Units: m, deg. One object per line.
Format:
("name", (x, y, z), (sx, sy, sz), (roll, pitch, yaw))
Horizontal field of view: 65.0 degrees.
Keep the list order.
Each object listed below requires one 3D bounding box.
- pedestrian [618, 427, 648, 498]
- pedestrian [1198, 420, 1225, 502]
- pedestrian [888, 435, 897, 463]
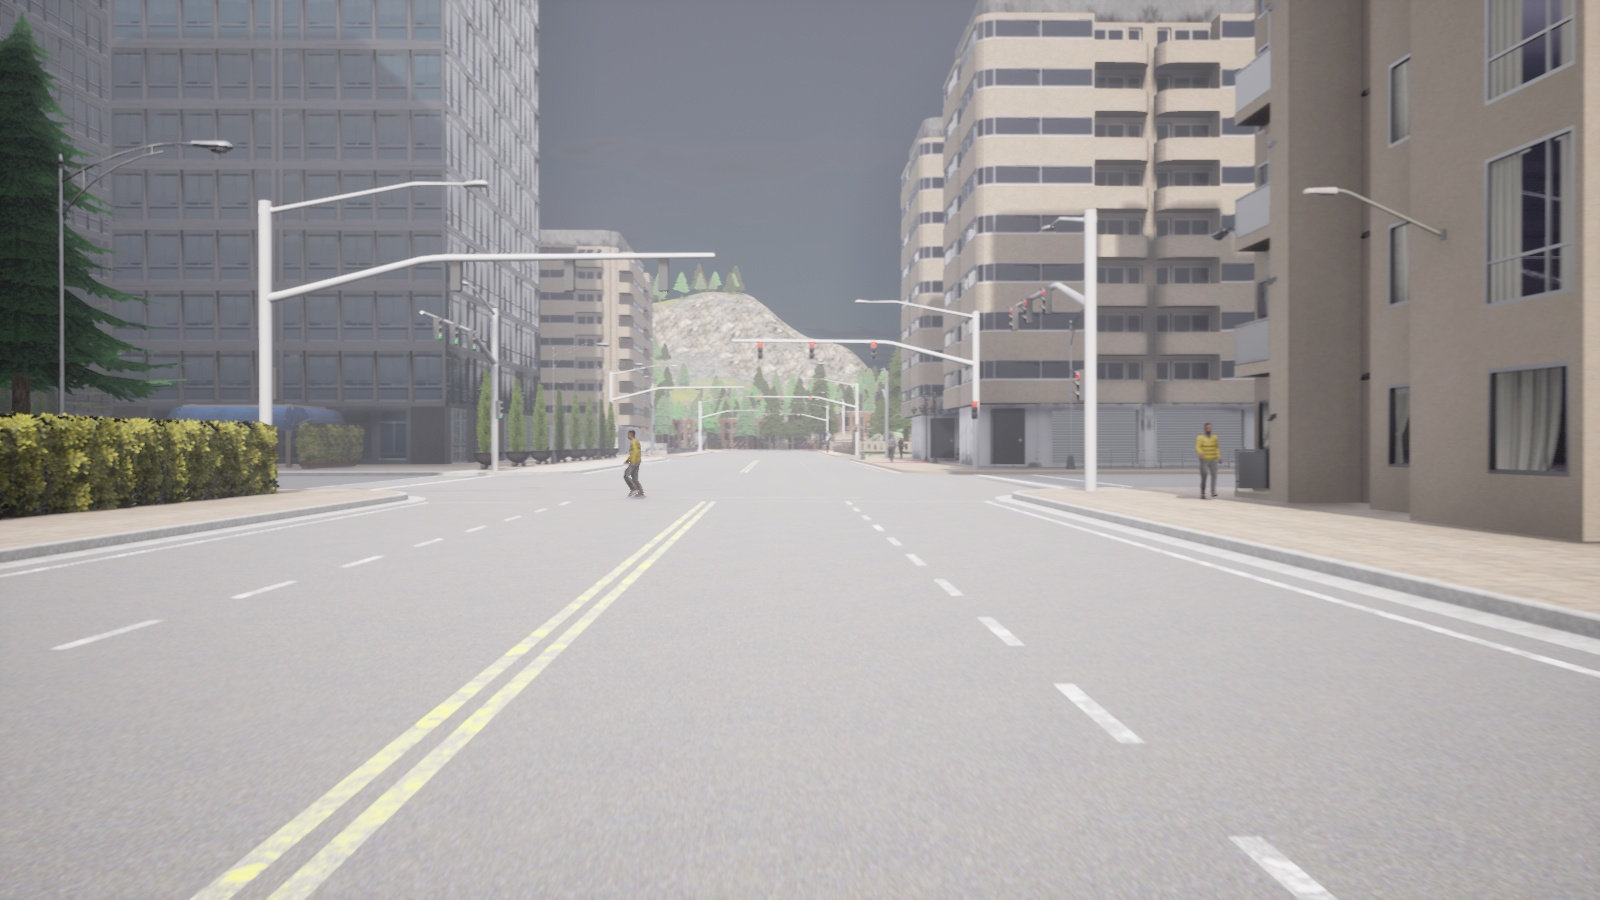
("pedestrian", (-4.388, 0.326, 33.046), (0.709, 1.840, 0.431), (0, 0, 6))
("pedestrian", (9.456, 0.247, 28.864), (0.431, 1.840, 0.709), (0, 0, 6))
("pedestrian", (6.149, -0.094, 83.316), (0.540, 1.848, 0.694), (0, 0, 0))
